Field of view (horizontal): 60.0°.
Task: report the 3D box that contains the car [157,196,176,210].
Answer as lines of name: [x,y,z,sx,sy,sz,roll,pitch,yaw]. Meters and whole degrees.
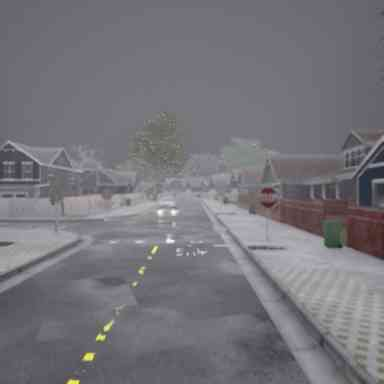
car: [-2.743,1.246,37.463,1.812,1.442,4.674,0,2,0]
